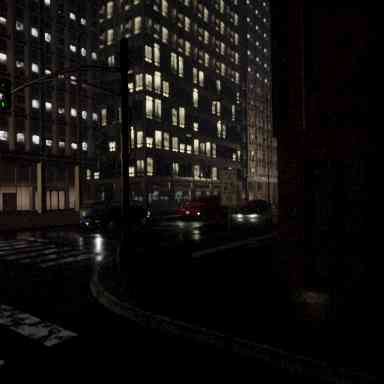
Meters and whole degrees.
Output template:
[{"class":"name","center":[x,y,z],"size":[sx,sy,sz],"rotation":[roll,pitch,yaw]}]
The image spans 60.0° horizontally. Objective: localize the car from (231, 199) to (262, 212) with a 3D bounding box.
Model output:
[{"class":"car","center":[6.840,1.688,41.379],"size":[1.752,1.417,4.829],"rotation":[-2,-1,36]}]

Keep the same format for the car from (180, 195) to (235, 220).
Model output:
[{"class":"car","center":[1.245,1.306,29.123],"size":[2.150,2.045,5.566],"rotation":[-1,-1,36]}]

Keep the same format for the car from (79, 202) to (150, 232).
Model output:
[{"class":"car","center":[-4.644,1.570,20.934],"size":[1.837,1.490,4.892],"rotation":[-1,-1,33]}]

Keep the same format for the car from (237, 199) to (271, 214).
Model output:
[{"class":"car","center":[7.250,1.583,37.486],"size":[1.882,1.535,5.008],"rotation":[-1,-1,36]}]

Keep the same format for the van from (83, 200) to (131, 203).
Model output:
[{"class":"van","center":[-5.991,1.459,23.467],"size":[1.690,1.788,3.998],"rotation":[-2,-1,36]}]
